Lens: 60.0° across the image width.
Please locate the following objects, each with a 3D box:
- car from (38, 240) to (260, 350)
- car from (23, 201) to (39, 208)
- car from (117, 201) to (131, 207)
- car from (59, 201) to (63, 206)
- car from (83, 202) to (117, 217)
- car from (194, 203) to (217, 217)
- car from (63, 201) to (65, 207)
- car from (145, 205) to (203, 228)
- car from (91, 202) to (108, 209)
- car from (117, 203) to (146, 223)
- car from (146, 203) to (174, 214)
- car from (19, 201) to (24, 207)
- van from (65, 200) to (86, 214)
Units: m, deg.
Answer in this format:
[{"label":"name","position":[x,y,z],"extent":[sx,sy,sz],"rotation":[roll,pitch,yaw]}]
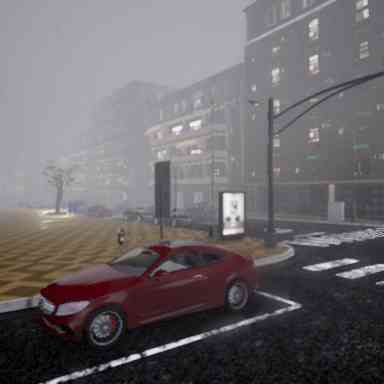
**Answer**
[{"label":"car","position":[-0.546,1.594,6.179],"extent":[4.206,1.307,1.802],"rotation":[0,-1,-35]},{"label":"car","position":[-34.058,2.764,71.204],"extent":[2.008,1.369,4.403],"rotation":[-1,0,-36]},{"label":"car","position":[-10.935,2.210,53.570],"extent":[1.967,1.590,4.097],"rotation":[-1,0,-36]},{"label":"car","position":[-30.537,2.830,80.629],"extent":[1.947,1.339,4.313],"rotation":[-1,0,-36]},{"label":"car","position":[-10.842,2.172,39.007],"extent":[1.887,1.381,4.507],"rotation":[-1,0,-36]},{"label":"car","position":[0.922,1.914,37.412],"extent":[1.967,1.590,4.097],"rotation":[-1,0,-36]},{"label":"car","position":[-27.273,2.621,76.119],"extent":[1.967,1.590,4.097],"rotation":[-1,0,-36]},{"label":"car","position":[-1.494,1.944,26.023],"extent":[2.008,1.369,4.403],"rotation":[-1,0,-36]},{"label":"car","position":[-17.470,2.516,62.588],"extent":[1.802,1.307,4.206],"rotation":[-1,0,-36]},{"label":"car","position":[-4.761,2.025,30.534],"extent":[2.008,1.369,4.403],"rotation":[-1,0,-36]},{"label":"car","position":[-4.339,2.187,44.593],"extent":[1.802,1.307,4.206],"rotation":[-1,0,-36]},{"label":"car","position":[-40.592,2.923,80.224],"extent":[1.887,1.381,4.507],"rotation":[-1,0,-36]},{"label":"van","position":[-15.764,2.093,45.892],"extent":[1.690,1.788,3.998],"rotation":[-1,0,-36]}]
